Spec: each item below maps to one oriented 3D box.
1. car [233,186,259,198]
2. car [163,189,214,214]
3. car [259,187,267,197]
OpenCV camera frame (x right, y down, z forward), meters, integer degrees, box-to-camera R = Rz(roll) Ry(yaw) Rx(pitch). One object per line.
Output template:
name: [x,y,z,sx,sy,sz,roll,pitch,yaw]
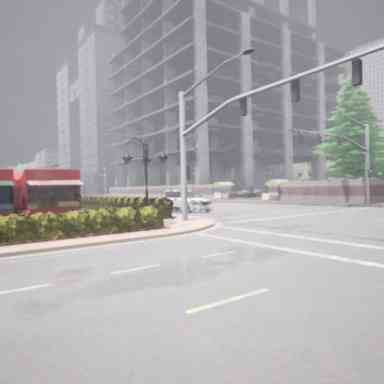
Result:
car: [8.707,-0.014,55.845,1.905,1.878,3.866,-2,1,-35]
car: [-0.535,0.827,28.317,2.150,2.045,5.566,-2,2,-36]
car: [11.105,-0.098,57.546,1.905,1.878,3.866,-2,1,-35]
